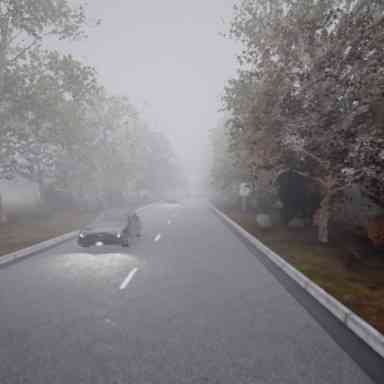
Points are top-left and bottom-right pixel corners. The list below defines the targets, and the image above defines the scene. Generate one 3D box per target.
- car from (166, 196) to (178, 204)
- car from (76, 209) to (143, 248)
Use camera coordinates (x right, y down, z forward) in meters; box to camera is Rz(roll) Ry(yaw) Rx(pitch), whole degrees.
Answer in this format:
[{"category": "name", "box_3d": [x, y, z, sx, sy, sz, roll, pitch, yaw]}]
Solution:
[{"category": "car", "box_3d": [-3.284, 1.290, 55.271, 1.895, 1.301, 4.718, 0, 0, 1]}, {"category": "car", "box_3d": [-3.344, 1.476, 14.667, 2.033, 1.411, 5.357, 0, 0, 0]}]
